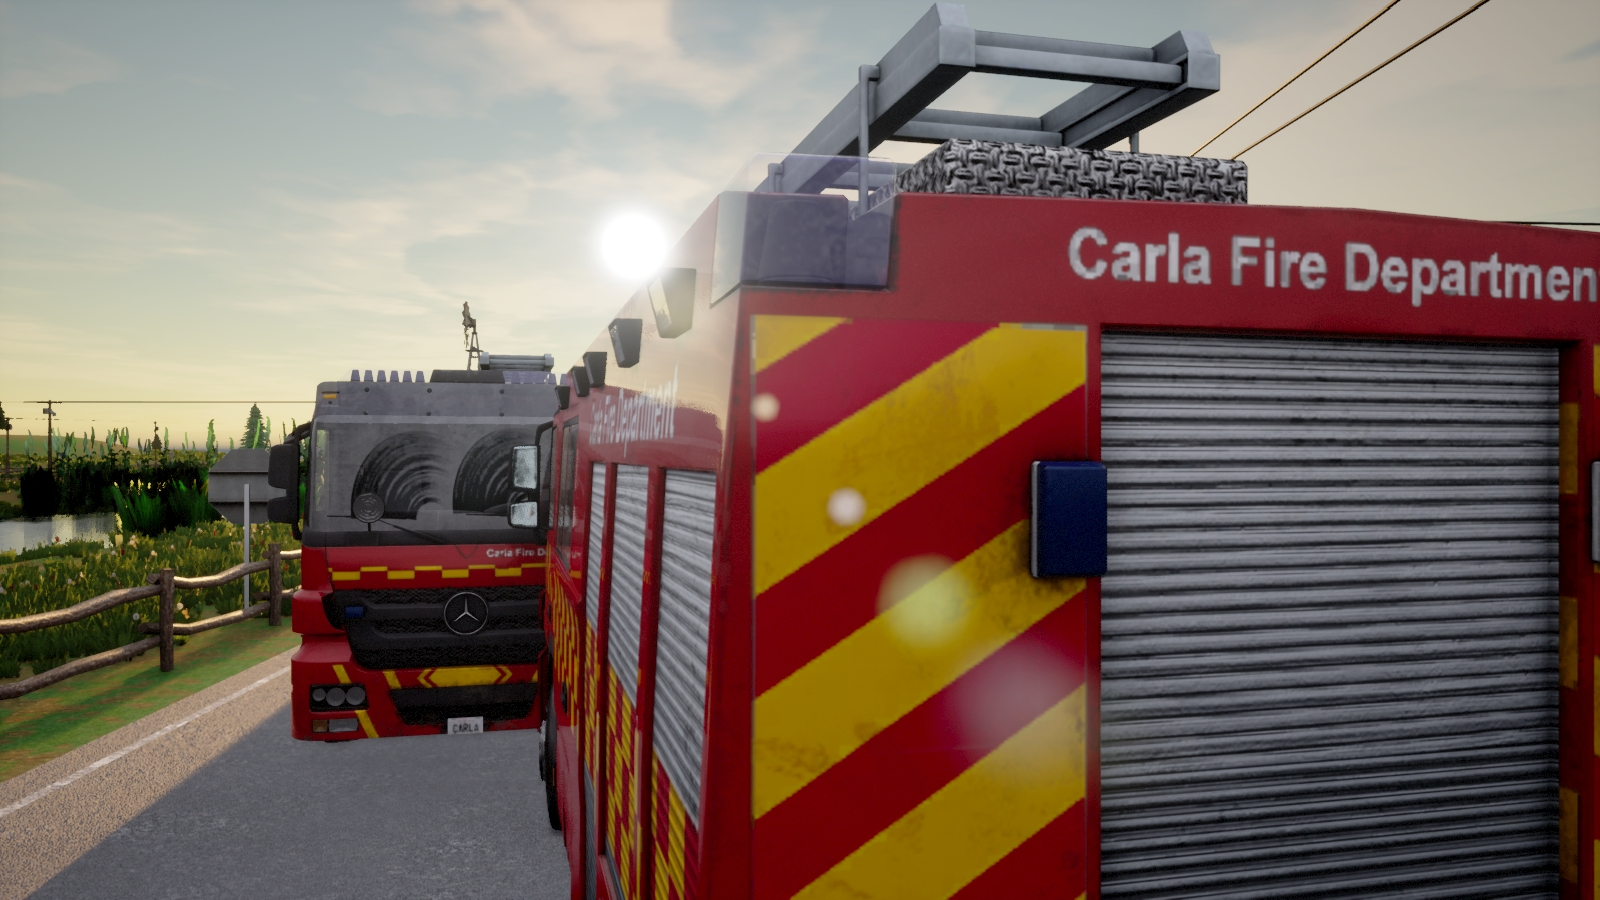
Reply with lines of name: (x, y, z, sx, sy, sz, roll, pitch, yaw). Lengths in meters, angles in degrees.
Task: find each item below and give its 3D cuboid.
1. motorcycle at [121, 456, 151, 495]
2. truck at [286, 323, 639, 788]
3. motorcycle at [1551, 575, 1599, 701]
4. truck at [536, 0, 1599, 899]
motorcycle: (-41.335, 1.577, 71.178, 0.803, 2.348, 2.033, 0, 0, -4)
truck: (-3.910, 0.862, 13.873, 2.891, 3.827, 8.468, 0, 0, -15)
motorcycle: (9.786, 2.142, 13.125, 1.805, 1.316, 0.856, 0, 0, -7)
truck: (0.029, 0.867, 6.873, 2.891, 3.827, 8.468, 0, 0, -15)
